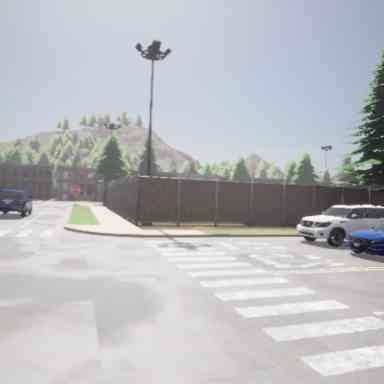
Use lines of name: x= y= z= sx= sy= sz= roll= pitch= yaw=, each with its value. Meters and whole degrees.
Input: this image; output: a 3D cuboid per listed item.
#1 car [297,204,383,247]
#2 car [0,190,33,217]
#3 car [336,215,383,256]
car: x=8.338 y=1.687 z=17.550 sx=5.566 sy=2.045 sz=2.150 roll=2 pitch=0 yaw=-18
car: x=-14.350 y=0.872 z=26.929 sx=2.150 sy=2.045 sz=5.566 roll=2 pitch=-1 yaw=-19
car: x=8.961 y=1.939 z=14.069 sx=5.008 sy=1.535 sz=1.882 roll=2 pitch=0 yaw=-18
